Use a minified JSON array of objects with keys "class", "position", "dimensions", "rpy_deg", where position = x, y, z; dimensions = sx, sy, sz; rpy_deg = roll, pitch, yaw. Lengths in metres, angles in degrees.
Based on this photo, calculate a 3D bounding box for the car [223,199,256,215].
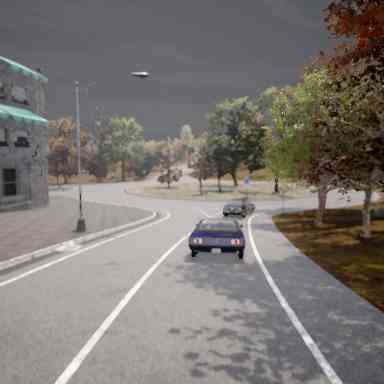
[{"class":"car","position":[4.160,1.291,28.862],"dimensions":[2.033,1.411,5.357],"rpy_deg":[2,4,22]}]

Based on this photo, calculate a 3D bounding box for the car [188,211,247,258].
[{"class":"car","position":[1.046,1.622,12.928],"dimensions":[1.895,1.301,4.718],"rpy_deg":[1,0,7]}]
